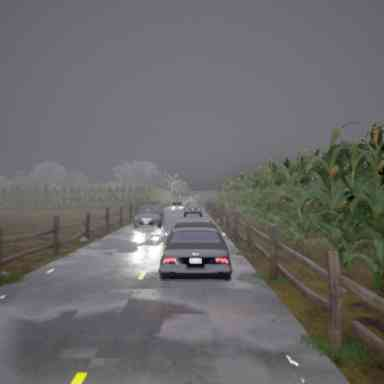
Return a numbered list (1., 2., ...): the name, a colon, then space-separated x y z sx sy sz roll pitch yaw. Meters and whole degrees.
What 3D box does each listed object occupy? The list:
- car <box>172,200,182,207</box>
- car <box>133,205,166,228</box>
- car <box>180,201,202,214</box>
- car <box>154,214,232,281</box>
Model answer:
1. car: -2.792 2.095 63.519 1.895 1.301 4.718 0 -1 1
2. car: -2.851 1.646 23.169 2.128 1.511 4.902 0 0 0
3. car: 0.097 1.784 35.040 2.033 1.411 5.357 0 0 0
4. car: 0.088 1.615 10.000 2.033 1.411 5.357 0 0 0
